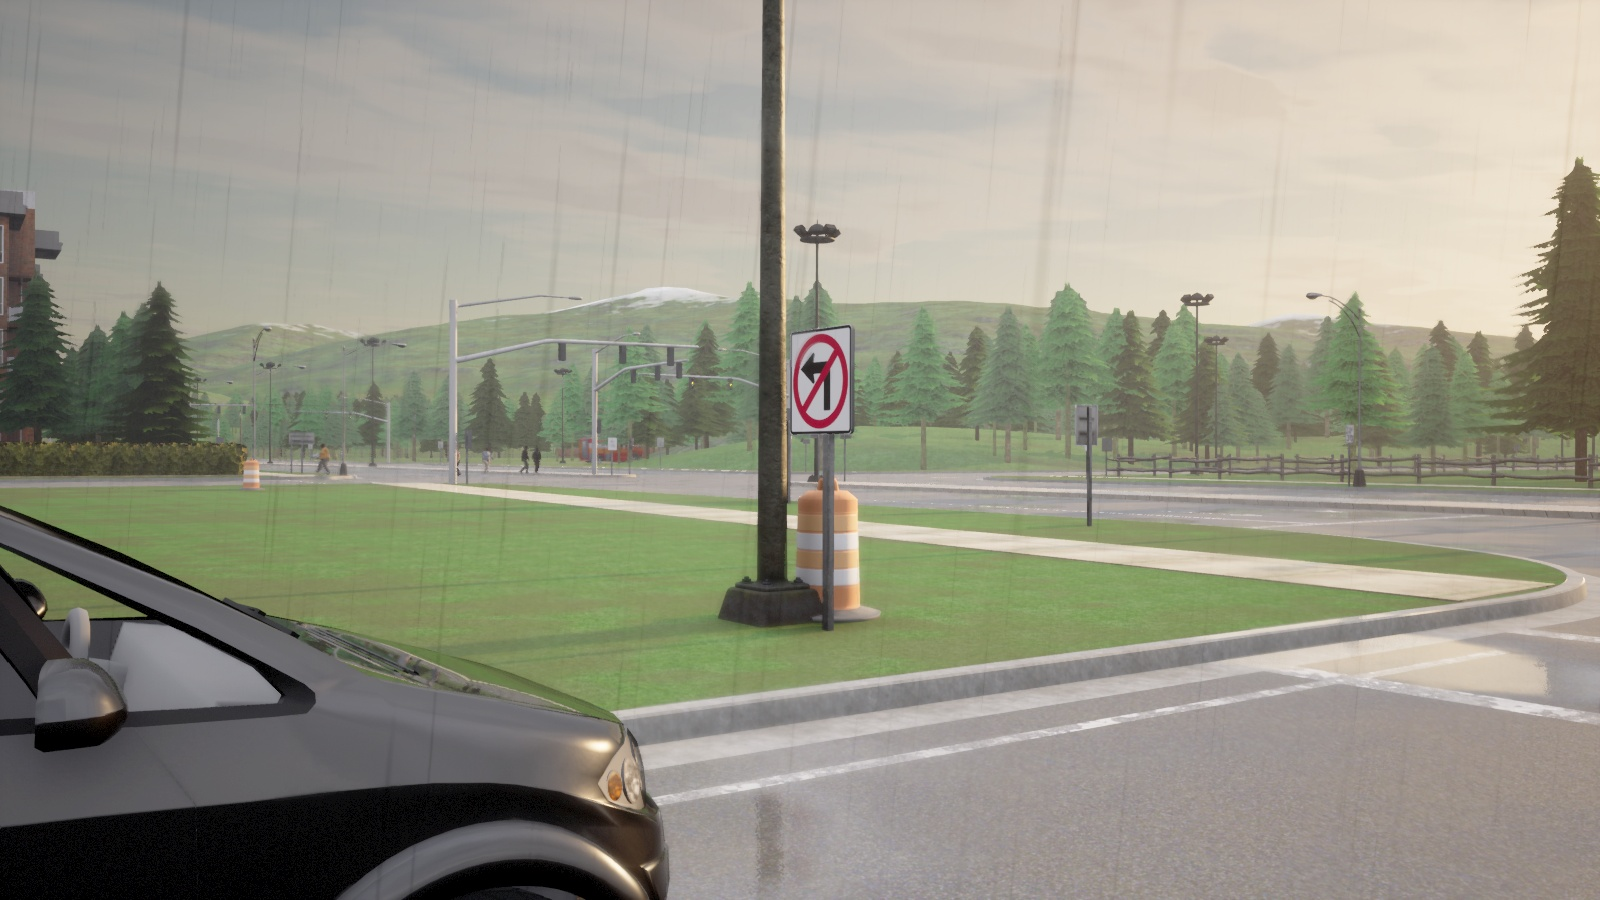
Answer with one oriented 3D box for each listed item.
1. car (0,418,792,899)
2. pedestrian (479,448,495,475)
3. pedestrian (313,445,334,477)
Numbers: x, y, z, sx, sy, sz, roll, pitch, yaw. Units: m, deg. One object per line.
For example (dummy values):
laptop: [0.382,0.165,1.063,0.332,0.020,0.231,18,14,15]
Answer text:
car: [-2.048,0.733,2.232,3.705,1.549,1.789,0,0,-35]
pedestrian: [-22.088,0.802,88.634,0.874,1.855,0.900,0,0,-35]
pedestrian: [-27.388,0.618,72.158,0.900,1.855,0.874,0,0,-40]
